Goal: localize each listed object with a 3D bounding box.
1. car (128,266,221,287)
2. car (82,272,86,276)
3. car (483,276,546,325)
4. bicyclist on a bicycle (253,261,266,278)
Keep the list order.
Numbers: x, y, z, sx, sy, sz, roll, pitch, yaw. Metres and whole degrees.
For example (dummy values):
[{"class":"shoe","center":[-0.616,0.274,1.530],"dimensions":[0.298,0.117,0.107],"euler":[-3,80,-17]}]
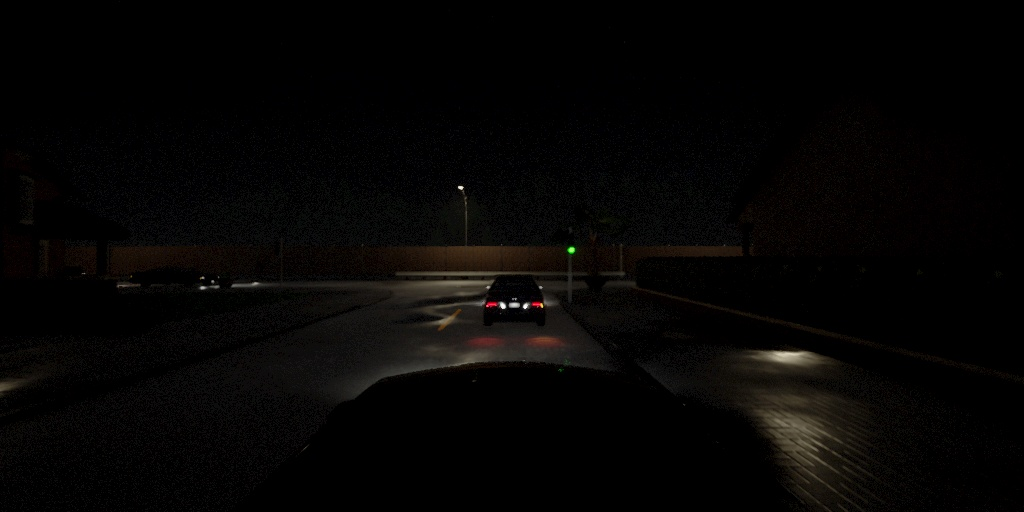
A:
[{"class":"car","center":[-24.093,1.443,25.696],"dimensions":[5.357,1.411,2.033],"euler":[0,0,0]},{"class":"car","center":[-33.573,1.247,25.700],"dimensions":[4.553,1.767,2.097],"euler":[0,0,0]},{"class":"car","center":[0.079,1.360,12.010],"dimensions":[2.033,1.411,5.357],"euler":[0,0,0]},{"class":"bicyclist on a bicycle","center":[-23.989,1.295,34.094],"dimensions":[0.582,1.620,1.656],"euler":[0,0,0]}]
